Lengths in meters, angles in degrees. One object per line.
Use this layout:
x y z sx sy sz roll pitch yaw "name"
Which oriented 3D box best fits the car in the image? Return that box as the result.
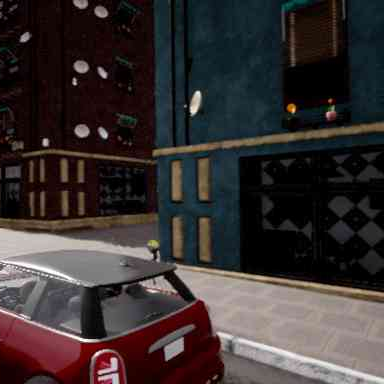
-1.739 1.442 4.137 4.097 1.590 1.967 0 -1 36 "car"
